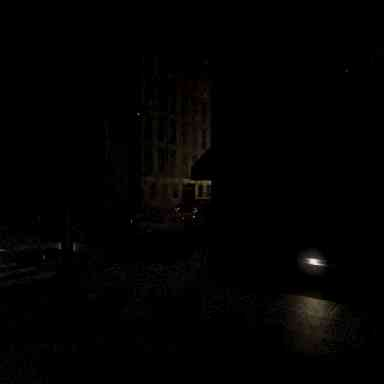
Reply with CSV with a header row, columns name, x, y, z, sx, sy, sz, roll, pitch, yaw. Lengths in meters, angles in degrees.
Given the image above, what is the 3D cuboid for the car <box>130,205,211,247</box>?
name,x,y,z,sx,sy,sz,roll,pitch,yaw
car,-0.337,1.530,15.158,1.752,1.417,4.829,0,0,36

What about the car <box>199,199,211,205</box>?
name,x,y,z,sx,sy,sz,roll,pitch,yaw
car,2.868,1.314,19.639,2.192,1.841,5.009,0,0,36

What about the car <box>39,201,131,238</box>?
name,x,y,z,sx,sy,sz,roll,pitch,yaw
car,-5.187,1.457,17.802,1.882,1.535,5.008,0,0,34

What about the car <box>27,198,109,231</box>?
name,x,y,z,sx,sy,sz,roll,pitch,yaw
car,-6.958,1.282,19.693,2.192,1.841,5.009,0,0,36

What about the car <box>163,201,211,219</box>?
name,x,y,z,sx,sy,sz,roll,pitch,yaw
car,-0.357,1.521,28.934,1.947,1.339,4.313,0,0,36

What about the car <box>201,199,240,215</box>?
name,x,y,z,sx,sy,sz,roll,pitch,yaw
car,2.945,1.493,33.554,1.887,1.381,4.507,0,0,36

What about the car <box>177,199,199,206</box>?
name,x,y,z,sx,sy,sz,roll,pitch,yaw
car,0.649,1.321,25.970,2.097,1.767,4.553,0,0,35
